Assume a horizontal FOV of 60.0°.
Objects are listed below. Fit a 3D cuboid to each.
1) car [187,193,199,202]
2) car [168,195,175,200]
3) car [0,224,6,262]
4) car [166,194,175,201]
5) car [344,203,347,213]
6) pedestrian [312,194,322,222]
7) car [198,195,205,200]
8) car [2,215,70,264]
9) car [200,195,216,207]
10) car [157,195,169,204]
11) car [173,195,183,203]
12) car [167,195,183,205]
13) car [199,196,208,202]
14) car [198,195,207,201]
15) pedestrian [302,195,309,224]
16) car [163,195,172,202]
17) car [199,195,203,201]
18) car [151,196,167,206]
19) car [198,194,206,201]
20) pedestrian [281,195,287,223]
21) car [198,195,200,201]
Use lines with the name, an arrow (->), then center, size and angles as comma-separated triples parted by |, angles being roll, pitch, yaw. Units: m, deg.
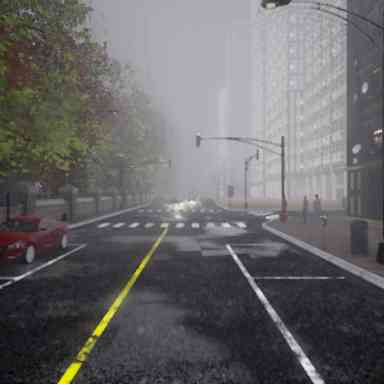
car -> -0.062, 1.554, 76.552 | 2.033, 1.411, 5.357 | 0, 0, 0
car -> -5.765, 1.591, 94.737 | 1.887, 1.381, 4.507 | 0, 0, 0
car -> -5.771, 1.548, 6.219 | 2.008, 1.369, 4.403 | 0, 0, 0
car -> -5.760, 1.479, 89.104 | 1.967, 1.590, 4.097 | 0, 0, 0
car -> 14.651, 1.270, 27.103 | 4.313, 1.339, 1.947 | -1, 1, 0
pedestrian -> 8.117, 1.024, 21.646 | 0.375, 1.860, 0.375 | 0, 0, 0
car -> 2.615, 1.598, 94.743 | 2.008, 1.369, 4.403 | 0, 0, 0
car -> -5.827, 1.541, 11.759 | 1.887, 1.381, 4.507 | 0, 0, 0
car -> 2.651, 1.569, 49.685 | 1.947, 1.339, 4.313 | 0, 0, 0
car -> -5.742, 1.453, 66.576 | 1.967, 1.590, 4.097 | 0, 0, 0
car -> -3.060, 1.544, 73.251 | 2.128, 1.511, 4.902 | 0, 0, 0
car -> -3.095, 1.571, 57.766 | 1.994, 1.385, 4.181 | 0, 0, 0
car -> 2.629, 1.570, 77.848 | 1.887, 1.381, 4.507 | 0, 0, 0
car -> 2.625, 1.472, 83.480 | 1.967, 1.590, 4.097 | 0, 0, 0
pedestrian -> 7.117, 1.100, 21.045 | 0.375, 1.860, 0.375 | 0, 0, 0
car -> -5.751, 1.549, 77.671 | 1.752, 1.417, 4.829 | 0, 0, 0
car -> 2.647, 1.572, 55.317 | 1.947, 1.339, 4.313 | 0, 0, 0
car -> -5.734, 1.587, 55.310 | 1.802, 1.307, 4.206 | 0, 0, 0
car -> 2.620, 1.479, 89.111 | 1.967, 1.590, 4.097 | 0, 0, 0
pedestrian -> 6.117, 1.129, 22.244 | 0.375, 1.860, 0.375 | 0, 0, 0
car -> 2.642, 1.575, 60.950 | 1.947, 1.339, 4.313 | 0, 0, 0
